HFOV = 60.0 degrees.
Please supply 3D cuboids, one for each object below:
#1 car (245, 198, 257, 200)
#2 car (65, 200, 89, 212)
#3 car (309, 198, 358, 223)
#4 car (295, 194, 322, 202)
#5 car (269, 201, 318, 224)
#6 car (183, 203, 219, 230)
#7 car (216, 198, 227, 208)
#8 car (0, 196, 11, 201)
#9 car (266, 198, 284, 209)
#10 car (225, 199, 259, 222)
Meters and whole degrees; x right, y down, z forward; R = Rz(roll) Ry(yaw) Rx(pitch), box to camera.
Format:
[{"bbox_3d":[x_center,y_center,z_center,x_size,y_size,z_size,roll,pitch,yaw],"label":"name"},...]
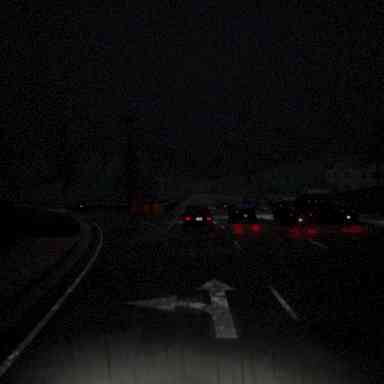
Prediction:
[{"bbox_3d":[7.651,1.501,44.162,1.882,1.535,5.008,0,0,1],"label":"car"},{"bbox_3d":[-13.969,1.644,40.228,1.994,1.385,4.181,0,0,-34],"label":"car"},{"bbox_3d":[10.930,1.500,25.576,1.837,1.490,4.892,0,0,1],"label":"car"},{"bbox_3d":[14.611,1.223,41.777,2.150,2.045,5.566,0,0,0],"label":"car"},{"bbox_3d":[7.422,1.605,24.869,1.895,1.301,4.718,0,0,1],"label":"car"},{"bbox_3d":[0.376,1.568,21.260,2.033,1.411,5.357,0,0,1],"label":"car"},{"bbox_3d":[4.147,1.558,43.724,1.812,1.442,4.674,0,0,1],"label":"car"},{"bbox_3d":[-38.164,1.524,66.562,4.553,1.767,2.097,0,0,41],"label":"car"},{"bbox_3d":[11.146,1.538,43.630,1.812,1.442,4.674,0,0,1],"label":"car"},{"bbox_3d":[3.942,1.542,26.566,1.812,1.442,4.674,0,0,1],"label":"car"}]
